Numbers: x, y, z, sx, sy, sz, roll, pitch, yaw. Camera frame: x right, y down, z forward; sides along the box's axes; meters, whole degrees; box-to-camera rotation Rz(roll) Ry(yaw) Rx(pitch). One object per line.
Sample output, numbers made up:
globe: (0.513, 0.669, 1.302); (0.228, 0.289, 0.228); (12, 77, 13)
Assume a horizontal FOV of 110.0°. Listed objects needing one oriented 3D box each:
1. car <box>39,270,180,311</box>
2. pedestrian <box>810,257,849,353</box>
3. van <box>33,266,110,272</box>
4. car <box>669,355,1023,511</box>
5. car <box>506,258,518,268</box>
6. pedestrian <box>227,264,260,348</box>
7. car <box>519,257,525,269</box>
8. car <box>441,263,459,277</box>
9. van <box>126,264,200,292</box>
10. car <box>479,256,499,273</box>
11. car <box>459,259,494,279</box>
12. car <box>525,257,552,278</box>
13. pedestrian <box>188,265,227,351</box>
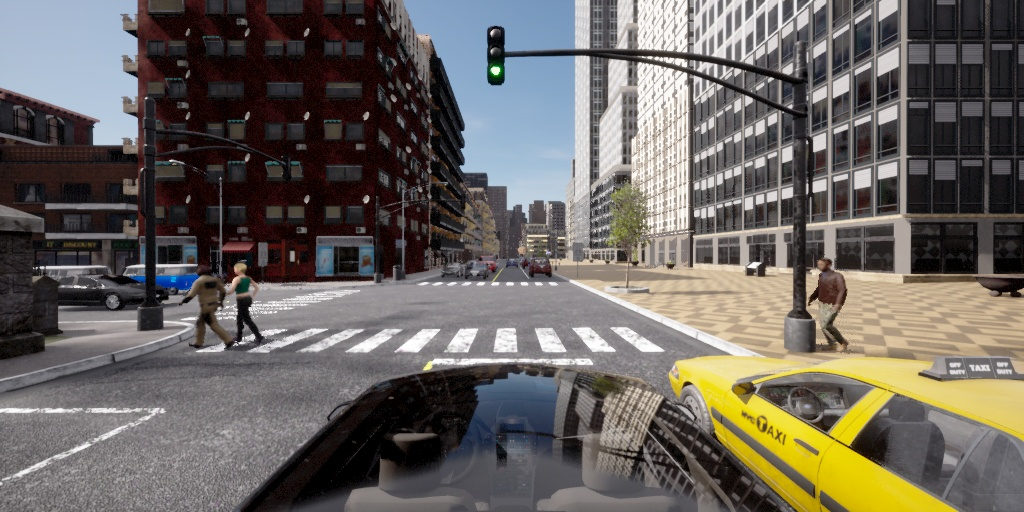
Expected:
car: (-17.866, 1.528, 15.591); (4.892, 1.490, 1.837); (-1, 0, -1)
pedestrian: (6.095, 0.891, 6.864); (0.375, 1.860, 0.375); (0, 0, 0)
van: (-26.305, 1.481, 21.307); (3.998, 1.789, 1.690); (0, 0, -1)
car: (2.689, 1.275, 2.354); (1.751, 1.417, 4.829); (0, 0, 0)
car: (0.001, 1.147, 63.760); (2.097, 1.767, 4.553); (0, 0, 0)
pedestrian: (-6.104, 1.051, 8.137); (0.375, 1.860, 0.375); (0, 0, 0)
car: (2.691, 1.098, 56.702); (2.192, 1.841, 5.009); (0, 0, 0)
car: (-5.690, 1.309, 34.597); (2.007, 1.370, 4.403); (0, 0, 0)
van: (-20.767, 1.391, 21.357); (3.998, 1.789, 1.690); (0, 0, -1)
car: (-3.080, 0.987, 43.254); (2.150, 2.045, 5.566); (0, 0, 0)
car: (-3.095, 1.249, 32.198); (2.128, 1.511, 4.902); (0, 0, 0)
car: (2.690, 1.074, 34.597); (2.192, 1.841, 5.009); (0, 0, 0)
pedestrian: (-6.418, 1.043, 7.561); (0.375, 1.860, 0.375); (0, 0, 0)
